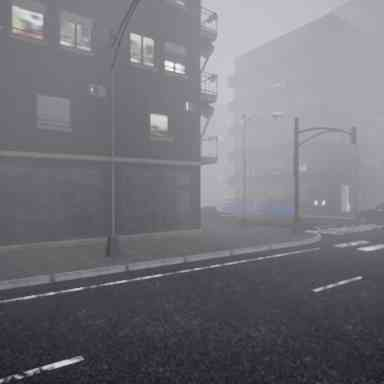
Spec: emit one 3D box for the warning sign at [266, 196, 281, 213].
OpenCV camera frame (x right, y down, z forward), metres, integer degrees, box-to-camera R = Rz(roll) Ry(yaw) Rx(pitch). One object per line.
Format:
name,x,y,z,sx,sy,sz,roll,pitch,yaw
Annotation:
warning sign,9.085,1.375,37.040,1.300,1.860,1.060,1,0,-36

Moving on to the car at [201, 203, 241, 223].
car,1.862,1.859,28.727,1.802,1.307,4.206,-1,0,-36

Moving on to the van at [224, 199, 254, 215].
van,5.278,1.653,38.163,1.690,1.788,3.998,-1,0,-36

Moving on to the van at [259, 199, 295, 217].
van,8.597,1.579,33.650,1.690,1.788,3.998,-1,0,-36

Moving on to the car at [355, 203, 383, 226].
car,13.269,1.446,22.175,2.097,1.767,4.553,-1,0,-21
